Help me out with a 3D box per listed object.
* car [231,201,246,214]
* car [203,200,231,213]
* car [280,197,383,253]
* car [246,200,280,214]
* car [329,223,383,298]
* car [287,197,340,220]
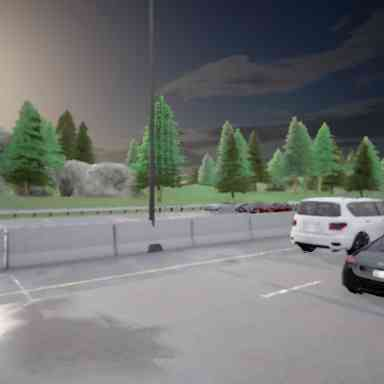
[{"bbox_3d":[6.592,1.560,34.614,4.181,1.385,1.994,0,0,-36],"label":"car"},{"bbox_3d":[3.543,1.609,36.733,4.718,1.301,1.895,0,0,-36],"label":"car"},{"bbox_3d":[6.071,1.209,12.436,5.566,2.045,2.150,0,0,-36],"label":"car"},{"bbox_3d":[7.671,1.591,31.081,4.718,1.301,1.895,0,0,-36],"label":"car"},{"bbox_3d":[5.283,1.550,7.564,4.181,1.385,1.994,0,0,-36],"label":"car"},{"bbox_3d":[10.588,1.331,28.867,4.553,1.767,2.097,0,0,-36],"label":"car"}]
